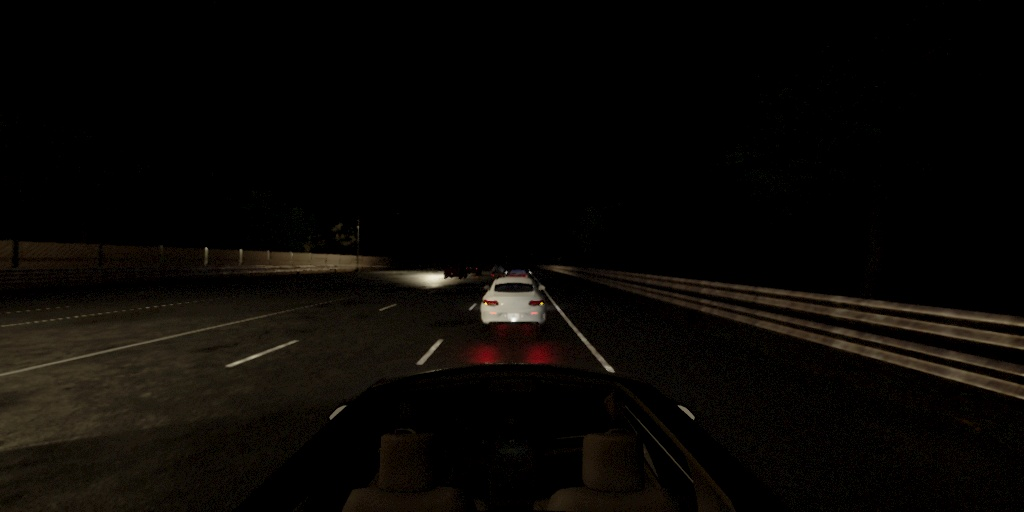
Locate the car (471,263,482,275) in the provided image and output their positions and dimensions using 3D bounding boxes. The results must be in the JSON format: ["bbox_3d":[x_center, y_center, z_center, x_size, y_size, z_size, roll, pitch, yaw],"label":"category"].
[{"bbox_3d":[-5.665,1.837,52.344,2.097,1.767,4.553,0,-1,1],"label":"car"}]

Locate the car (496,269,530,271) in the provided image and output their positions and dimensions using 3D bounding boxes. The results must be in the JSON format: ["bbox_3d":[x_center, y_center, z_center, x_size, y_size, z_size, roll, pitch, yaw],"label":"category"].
[{"bbox_3d":[0.234,1.520,19.011,1.895,1.301,4.718,0,-1,2],"label":"car"}]

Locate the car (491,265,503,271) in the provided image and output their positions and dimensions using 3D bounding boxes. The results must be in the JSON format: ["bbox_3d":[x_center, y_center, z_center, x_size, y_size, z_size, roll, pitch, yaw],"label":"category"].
[{"bbox_3d":[-2.073,2.108,56.278,1.812,1.442,4.674,0,-1,2],"label":"car"}]

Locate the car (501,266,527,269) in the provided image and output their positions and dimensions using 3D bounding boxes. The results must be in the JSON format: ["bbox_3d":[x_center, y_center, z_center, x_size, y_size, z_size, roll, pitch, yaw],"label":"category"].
[{"bbox_3d":[0.462,1.584,26.342,1.994,1.385,4.181,0,-1,2],"label":"car"}]

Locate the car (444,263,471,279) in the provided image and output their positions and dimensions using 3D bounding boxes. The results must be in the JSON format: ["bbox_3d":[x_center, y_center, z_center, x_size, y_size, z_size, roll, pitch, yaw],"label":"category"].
[{"bbox_3d":[-6.035,1.705,38.912,1.882,1.535,5.008,0,-1,2],"label":"car"}]

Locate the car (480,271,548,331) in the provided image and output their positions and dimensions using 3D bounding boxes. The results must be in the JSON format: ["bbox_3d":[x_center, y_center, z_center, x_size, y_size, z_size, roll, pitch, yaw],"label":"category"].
[{"bbox_3d":[0.075,1.358,11.218,1.812,1.442,4.674,0,-1,1],"label":"car"}]
